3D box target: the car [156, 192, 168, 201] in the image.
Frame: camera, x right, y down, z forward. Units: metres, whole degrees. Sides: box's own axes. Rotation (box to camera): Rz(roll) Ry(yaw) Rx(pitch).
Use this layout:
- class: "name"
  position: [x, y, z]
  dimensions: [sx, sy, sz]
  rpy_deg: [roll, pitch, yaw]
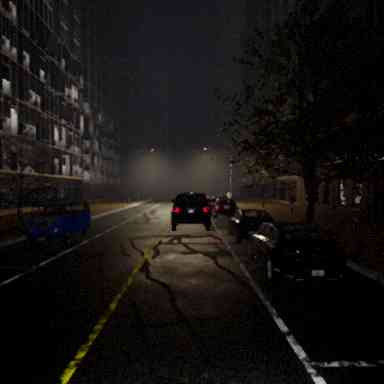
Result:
- class: "car"
  position: [-6.134, 0.940, 66.036]
  dimensions: [1.887, 1.381, 4.507]
  rpy_deg: [0, 1, 0]

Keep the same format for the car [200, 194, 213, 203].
- class: "car"
  position: [2.324, 0.998, 54.702]
  dimensions: [1.887, 1.381, 4.507]
  rpy_deg: [0, 1, 0]

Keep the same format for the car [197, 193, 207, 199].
- class: "car"
  position: [2.208, 0.837, 71.778]
  dimensions: [1.947, 1.339, 4.313]
  rpy_deg: [0, 1, 0]

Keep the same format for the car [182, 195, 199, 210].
- class: "car"
  position: [-0.164, 1.147, 38.017]
  dimensions: [1.837, 1.490, 4.892]
  rpy_deg: [0, 1, 0]

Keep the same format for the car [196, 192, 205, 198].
- class: "car"
  position: [2.130, 0.712, 83.161]
  dimensions: [1.947, 1.339, 4.313]
  rpy_deg: [0, 1, 0]

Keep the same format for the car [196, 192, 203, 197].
- class: "car"
  position: [2.053, 0.584, 94.544]
  dimensions: [1.947, 1.339, 4.313]
  rpy_deg: [0, 1, 0]

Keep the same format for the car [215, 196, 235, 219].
- class: "car"
  position: [2.516, 1.178, 26.241]
  dimensions: [1.967, 1.590, 4.097]
  rpy_deg: [0, 1, 0]

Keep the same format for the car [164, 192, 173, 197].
- class: "car"
  position: [-6.289, 0.711, 88.805]
  dimensions: [1.947, 1.339, 4.313]
  rpy_deg: [0, 1, 0]

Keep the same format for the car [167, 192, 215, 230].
- class: "car"
  position: [-0.053, 1.042, 19.728]
  dimensions: [2.150, 2.045, 5.566]
  rpy_deg: [0, 1, 0]

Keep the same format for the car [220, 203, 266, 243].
- class: "car"
  position: [2.594, 1.398, 14.857]
  dimensions: [2.008, 1.369, 4.403]
  rpy_deg: [0, 1, 0]

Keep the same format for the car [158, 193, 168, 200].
- class: "car"
  position: [-6.173, 0.915, 71.729]
  dimensions: [1.802, 1.307, 4.206]
  rpy_deg: [0, 1, 0]

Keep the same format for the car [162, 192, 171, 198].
- class: "car"
  position: [-6.250, 0.753, 83.113]
  dimensions: [1.887, 1.381, 4.507]
  rpy_deg: [0, 1, 0]

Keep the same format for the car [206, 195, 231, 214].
- class: "car"
  position: [2.477, 1.122, 31.932]
  dimensions: [1.967, 1.590, 4.097]
  rpy_deg: [0, 1, 0]

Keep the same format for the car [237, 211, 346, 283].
- class: "car"
  position: [2.632, 1.450, 9.165]
  dimensions: [2.008, 1.369, 4.403]
  rpy_deg: [0, 1, 0]

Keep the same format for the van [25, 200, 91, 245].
- class: "van"
  position: [-5.788, 1.251, 14.803]
  dimensions: [1.690, 1.788, 3.998]
  rpy_deg: [0, 1, 0]
